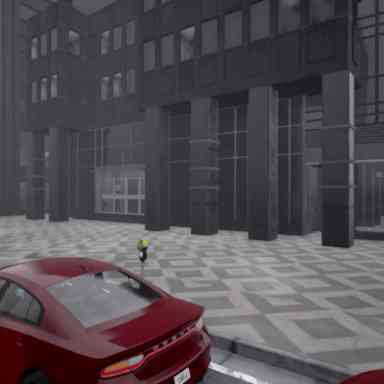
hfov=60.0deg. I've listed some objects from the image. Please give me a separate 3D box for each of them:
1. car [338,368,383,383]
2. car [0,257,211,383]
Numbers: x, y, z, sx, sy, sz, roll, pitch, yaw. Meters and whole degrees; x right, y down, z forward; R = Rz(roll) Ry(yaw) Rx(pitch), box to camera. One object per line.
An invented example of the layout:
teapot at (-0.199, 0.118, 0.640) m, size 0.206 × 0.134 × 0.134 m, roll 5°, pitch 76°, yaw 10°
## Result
car at (2.691, 1.545, 1.048) m, size 4.507 × 1.381 × 1.887 m, roll 0°, pitch 0°, yaw 35°
car at (-1.905, 1.543, 4.311) m, size 4.507 × 1.381 × 1.887 m, roll 0°, pitch 0°, yaw 35°
